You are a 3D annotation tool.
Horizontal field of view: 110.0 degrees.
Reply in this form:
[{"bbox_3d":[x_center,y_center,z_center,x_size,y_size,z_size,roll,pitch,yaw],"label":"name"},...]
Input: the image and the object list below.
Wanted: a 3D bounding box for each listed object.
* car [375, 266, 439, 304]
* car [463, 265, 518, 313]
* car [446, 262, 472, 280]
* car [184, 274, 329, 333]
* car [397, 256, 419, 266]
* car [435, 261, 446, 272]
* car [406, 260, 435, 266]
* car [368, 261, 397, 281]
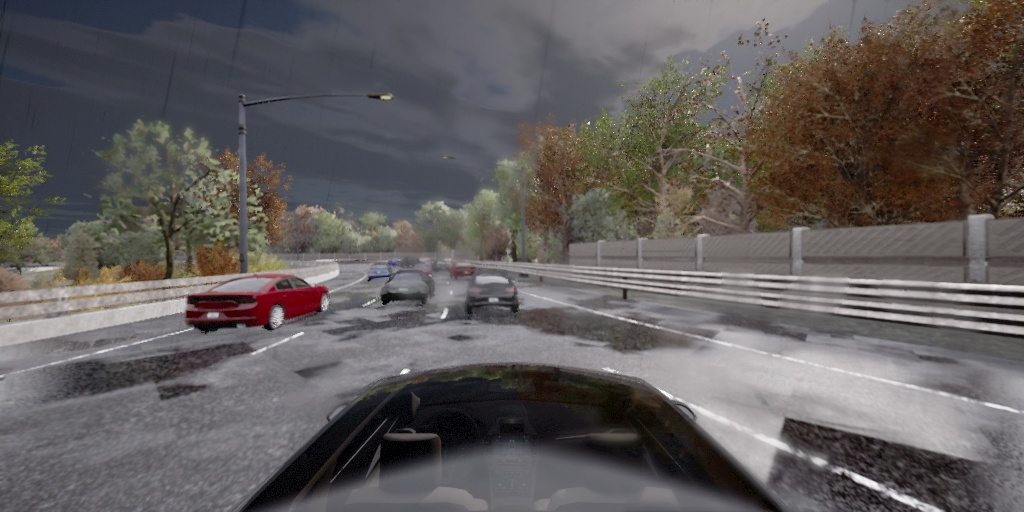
[{"bbox_3d":[-4.706,1.353,16.667,1.994,1.385,4.181,-1,0,-8],"label":"car"},{"bbox_3d":[-0.856,1.278,14.039,1.812,1.442,4.674,-1,0,-7],"label":"car"},{"bbox_3d":[-4.441,1.247,31.945,1.882,1.535,5.008,-1,0,-17],"label":"car"},{"bbox_3d":[-7.548,1.301,11.263,1.882,1.535,5.008,0,0,-5],"label":"car"},{"bbox_3d":[-17.376,1.088,61.103,2.150,2.045,5.566,-1,0,-32],"label":"car"},{"bbox_3d":[-9.178,1.327,45.454,1.812,1.442,4.674,-1,0,-23],"label":"car"},{"bbox_3d":[-9.057,1.376,35.149,1.994,1.385,4.181,-1,0,-18],"label":"car"},{"bbox_3d":[-11.330,1.387,30.976,2.033,1.411,5.357,-1,0,-16],"label":"car"}]
